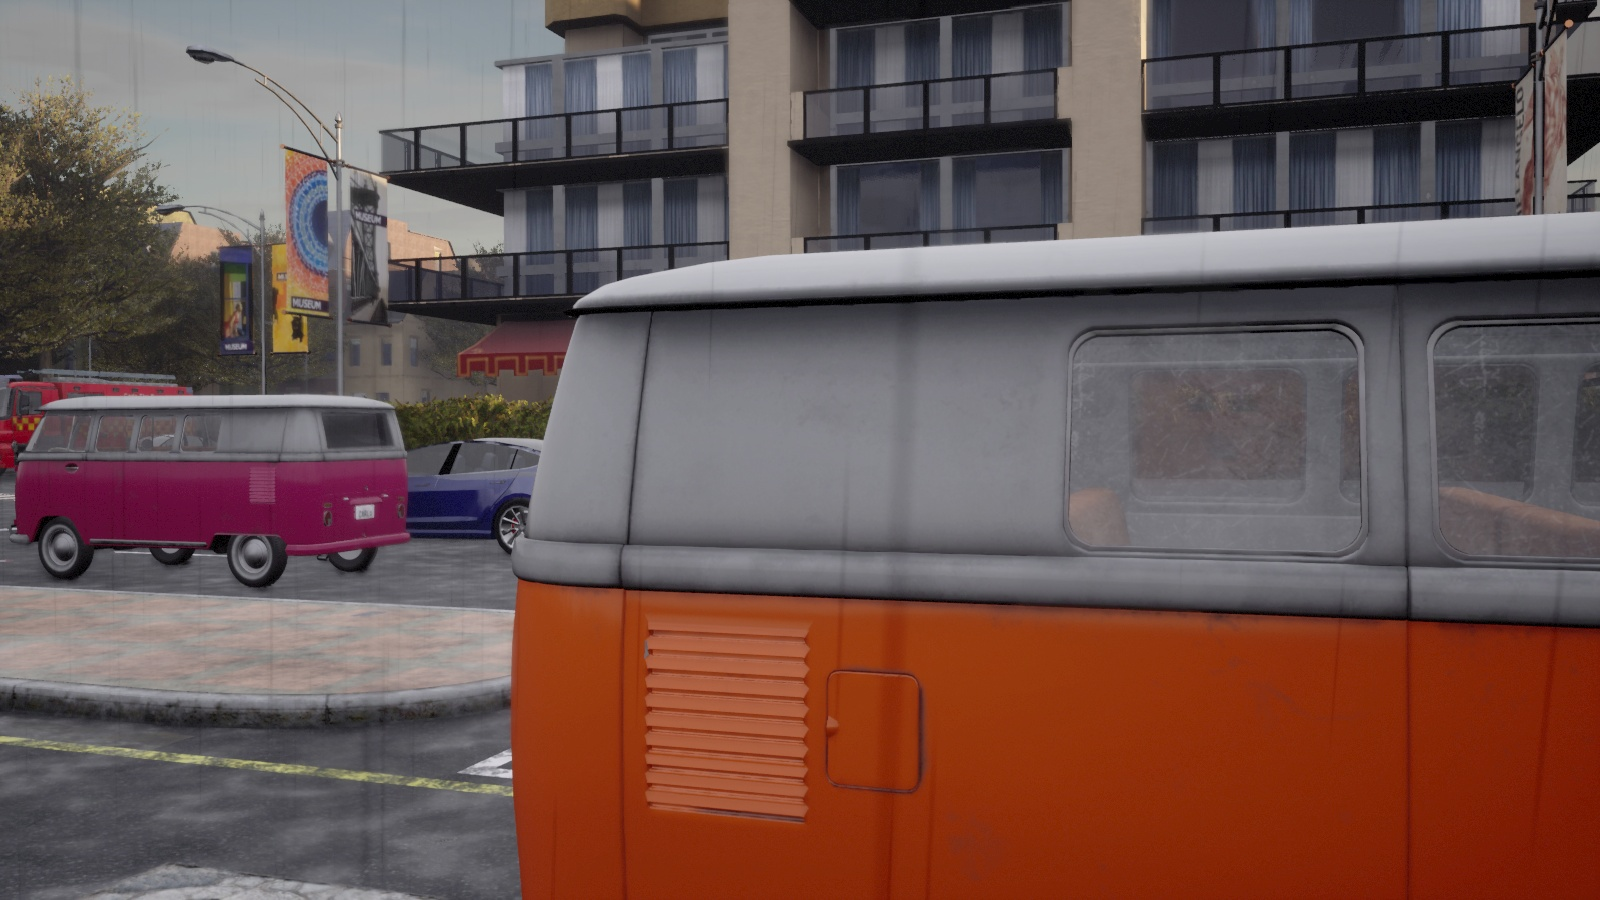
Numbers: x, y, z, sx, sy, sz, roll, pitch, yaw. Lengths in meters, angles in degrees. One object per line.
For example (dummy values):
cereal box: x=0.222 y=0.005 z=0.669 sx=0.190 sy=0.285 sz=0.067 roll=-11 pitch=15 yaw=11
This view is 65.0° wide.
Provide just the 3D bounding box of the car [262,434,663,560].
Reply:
car: x=-4.484 y=0.540 z=16.834 sx=4.792 sy=1.488 sz=2.163 roll=1 pitch=1 yaw=19

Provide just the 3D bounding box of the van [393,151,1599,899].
van: x=1.570 y=0.543 z=2.661 sx=4.442 sy=1.987 sz=1.775 roll=1 pitch=1 yaw=19

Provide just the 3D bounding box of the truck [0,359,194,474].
truck: x=-26.770 y=-1.180 z=46.298 sx=2.891 sy=3.827 sz=8.468 roll=1 pitch=1 yaw=18

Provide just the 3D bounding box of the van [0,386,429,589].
van: x=-6.511 y=0.334 z=13.820 sx=4.442 sy=1.987 sz=1.775 roll=1 pitch=1 yaw=19
